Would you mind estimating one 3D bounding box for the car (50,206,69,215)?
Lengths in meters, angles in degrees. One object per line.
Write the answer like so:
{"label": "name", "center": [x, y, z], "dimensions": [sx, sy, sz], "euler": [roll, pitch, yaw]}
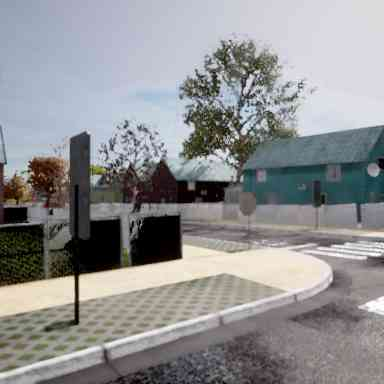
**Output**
{"label": "car", "center": [-18.696, 2.654, 47.081], "dimensions": [1.994, 1.385, 4.181], "euler": [0, -2, -35]}
